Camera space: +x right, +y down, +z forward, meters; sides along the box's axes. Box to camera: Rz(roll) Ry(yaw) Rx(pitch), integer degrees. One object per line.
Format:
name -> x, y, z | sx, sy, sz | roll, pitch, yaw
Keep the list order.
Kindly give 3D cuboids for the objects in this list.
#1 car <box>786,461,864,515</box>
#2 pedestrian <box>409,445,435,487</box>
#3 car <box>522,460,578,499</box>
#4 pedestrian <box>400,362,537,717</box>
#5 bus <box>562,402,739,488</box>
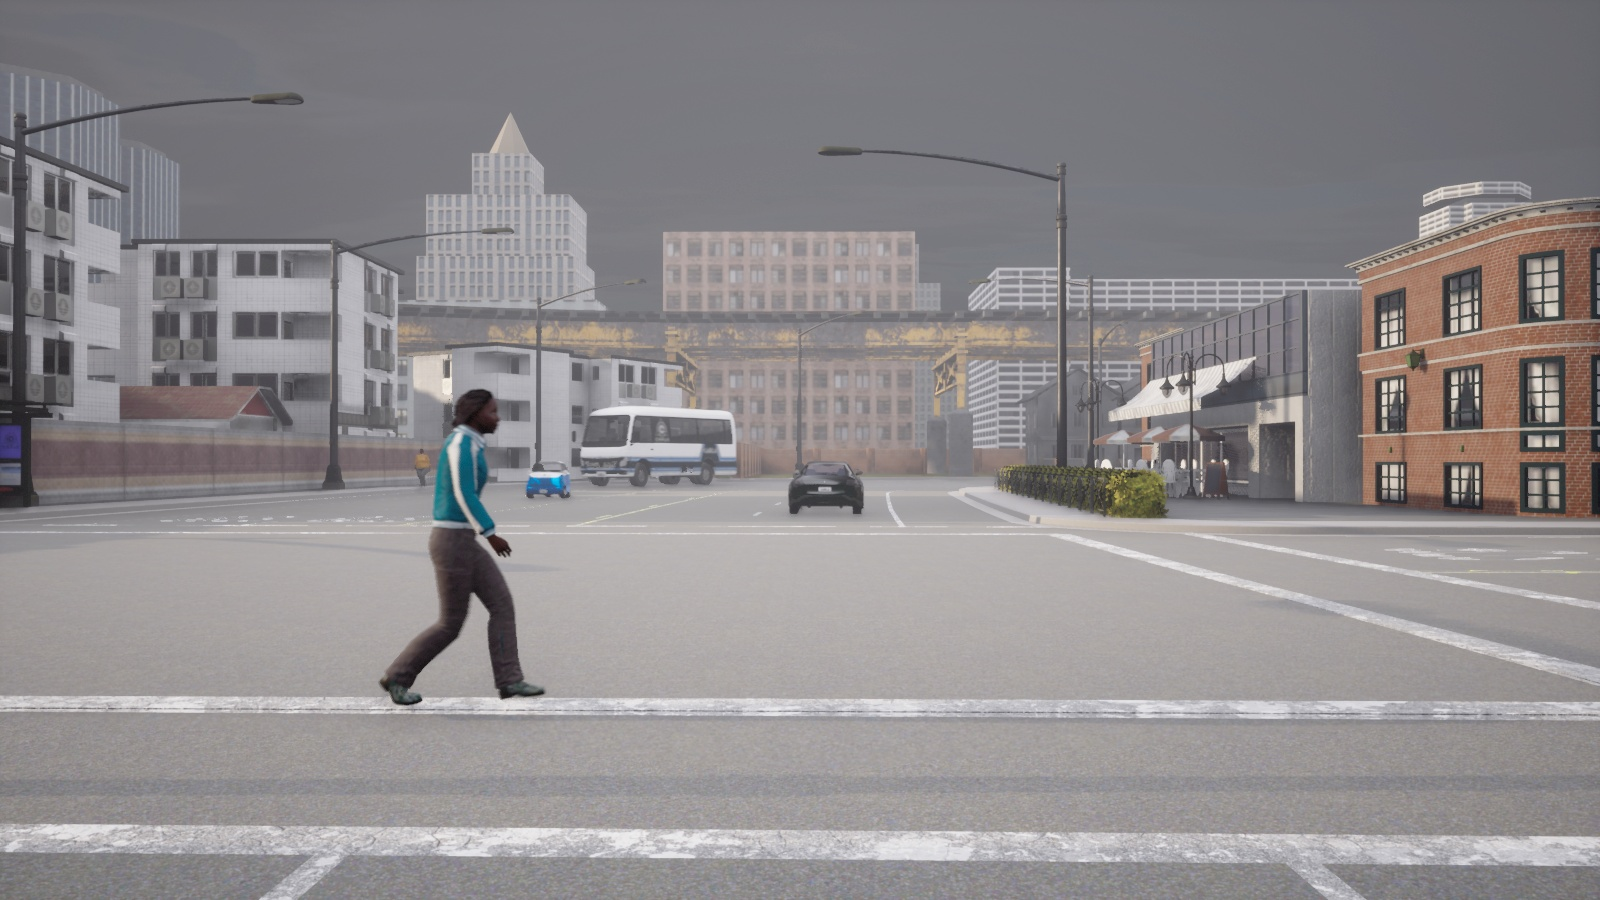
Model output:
car -> 0.748, 0.988, 34.236 | 1.994, 1.385, 4.181 | 0, 0, 3
pedestrian -> -16.955, 0.718, 56.337 | 0.874, 1.855, 0.900 | 0, 0, 3
car -> -9.065, 1.049, 45.640 | 1.481, 1.376, 2.207 | 0, -1, 4
pedestrian -> -1.855, 0.488, 7.082 | 0.692, 1.930, 0.396 | 0, 0, -8
bus -> -7.860, -0.202, 67.920 | 3.944, 4.253, 10.273 | 0, -1, 32
